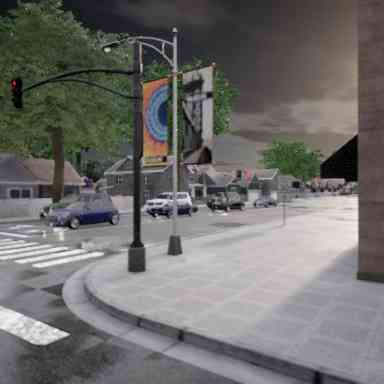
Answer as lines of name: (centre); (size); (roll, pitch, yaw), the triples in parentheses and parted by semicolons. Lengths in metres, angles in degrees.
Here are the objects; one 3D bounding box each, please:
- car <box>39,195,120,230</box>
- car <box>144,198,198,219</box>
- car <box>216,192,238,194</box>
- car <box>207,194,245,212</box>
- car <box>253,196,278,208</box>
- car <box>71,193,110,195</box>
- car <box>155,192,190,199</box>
car: (-6.755, 1.272, 20.860); (2.097, 1.767, 4.553); (0, 0, 35)
car: (-1.523, 1.471, 28.172); (1.895, 1.301, 4.718); (0, 0, 36)
car: (4.032, 1.015, 41.467); (2.150, 2.045, 5.566); (0, 0, 35)
car: (3.934, 1.296, 35.770); (1.882, 1.535, 5.008); (0, 0, 35)
car: (9.739, 1.257, 43.829); (2.128, 1.511, 4.902); (0, 0, 36)
car: (-8.230, 1.130, 24.437); (2.150, 2.045, 5.566); (0, 0, 34)
car: (-2.231, 1.073, 32.742); (2.150, 2.045, 5.566); (0, 0, 35)
